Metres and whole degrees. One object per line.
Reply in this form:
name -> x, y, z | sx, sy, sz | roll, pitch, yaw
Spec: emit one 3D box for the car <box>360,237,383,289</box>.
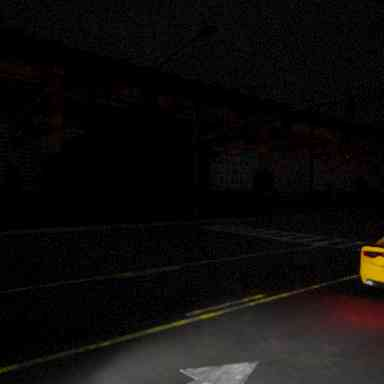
car -> 6.093, 1.527, 8.091 | 5.008, 1.535, 1.882 | 0, 0, -35
